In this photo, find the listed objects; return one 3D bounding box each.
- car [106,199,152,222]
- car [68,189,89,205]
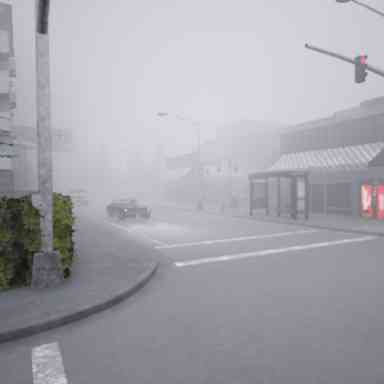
[{"bbox_3d":[-4.281,1.141,22.140,1.895,1.301,4.718,-1,1,-27],"label":"car"},{"bbox_3d":[-14.795,0.577,43.048,2.150,2.045,5.566,-1,1,-27],"label":"car"}]
